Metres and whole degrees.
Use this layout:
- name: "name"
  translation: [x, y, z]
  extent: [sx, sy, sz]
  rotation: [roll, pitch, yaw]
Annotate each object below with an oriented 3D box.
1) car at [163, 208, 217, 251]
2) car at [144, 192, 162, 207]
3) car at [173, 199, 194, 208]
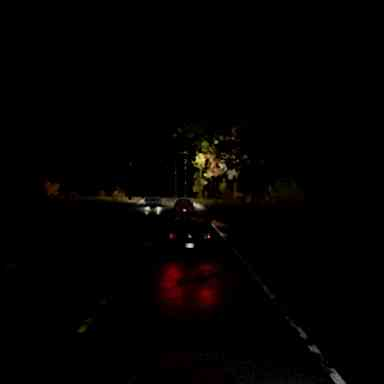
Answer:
- name: "car"
  translation: [-0.112, 1.545, 13.709]
  extent: [1.895, 1.301, 4.718]
  rotation: [0, 0, -1]
- name: "car"
  translation: [-5.443, 1.008, 46.968]
  extent: [2.150, 2.045, 5.566]
  rotation: [0, 0, -4]
- name: "car"
  translation: [-0.762, 1.387, 31.141]
  extent: [1.812, 1.442, 4.674]
  rotation: [0, 0, -3]
